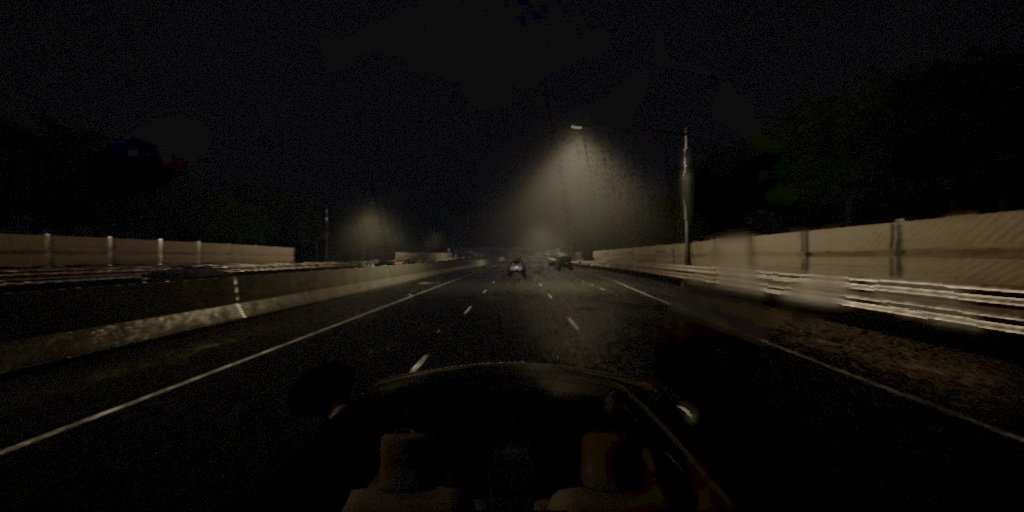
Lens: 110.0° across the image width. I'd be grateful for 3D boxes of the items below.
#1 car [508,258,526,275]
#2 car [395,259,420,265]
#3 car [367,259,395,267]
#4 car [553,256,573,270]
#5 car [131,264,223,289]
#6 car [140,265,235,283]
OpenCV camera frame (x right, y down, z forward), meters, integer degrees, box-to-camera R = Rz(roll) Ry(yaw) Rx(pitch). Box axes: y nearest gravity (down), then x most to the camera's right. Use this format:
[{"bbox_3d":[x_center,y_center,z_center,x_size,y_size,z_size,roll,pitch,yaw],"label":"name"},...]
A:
[{"bbox_3d":[0.553,1.258,40.822,2.033,1.649,4.856,0,0,1],"label":"car"},{"bbox_3d":[-13.431,1.272,47.683,2.097,1.767,4.553,0,0,2],"label":"car"},{"bbox_3d":[-16.929,1.290,47.756,2.097,1.767,4.553,0,0,2],"label":"car"},{"bbox_3d":[7.756,1.054,53.413,2.150,2.045,5.566,0,0,2],"label":"car"},{"bbox_3d":[-23.603,1.399,25.610,2.128,1.511,4.902,0,0,-2],"label":"car"},{"bbox_3d":[-20.870,1.437,23.557,2.033,1.411,5.357,0,0,1],"label":"car"}]
